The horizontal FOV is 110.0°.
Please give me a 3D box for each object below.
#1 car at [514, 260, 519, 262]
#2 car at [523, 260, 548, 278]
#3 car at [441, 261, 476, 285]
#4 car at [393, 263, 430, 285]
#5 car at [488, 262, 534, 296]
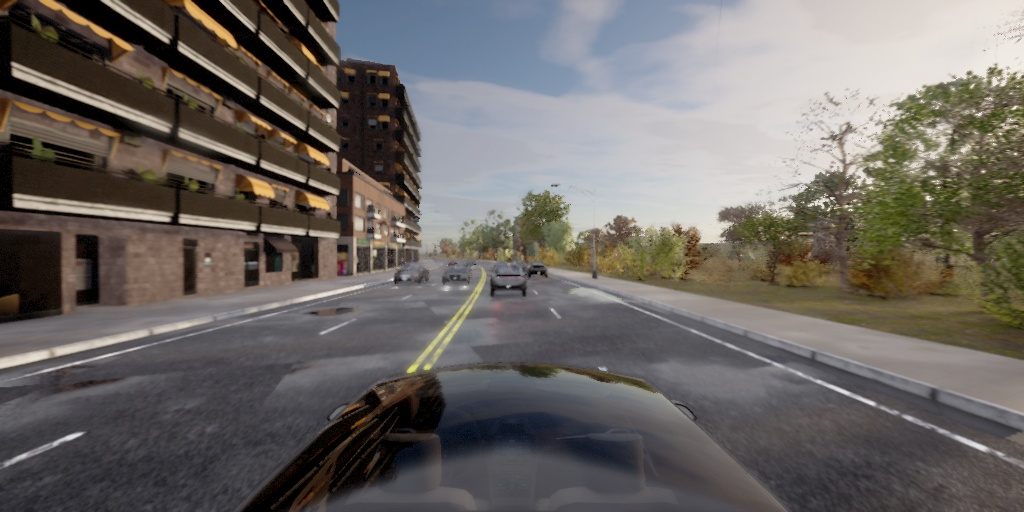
[{"bbox_3d":[0.951,1.236,49.963,2.128,1.511,4.902,0,0,-6],"label":"car"},{"bbox_3d":[2.260,1.256,34.568,1.837,1.490,4.892,0,0,-4],"label":"car"},{"bbox_3d":[-3.984,1.324,26.517,1.994,1.385,4.181,0,0,-3],"label":"car"},{"bbox_3d":[-7.221,1.256,26.199,2.128,1.511,4.902,0,0,-3],"label":"car"},{"bbox_3d":[-0.234,1.247,19.391,2.128,1.511,4.902,0,0,-2],"label":"car"}]
